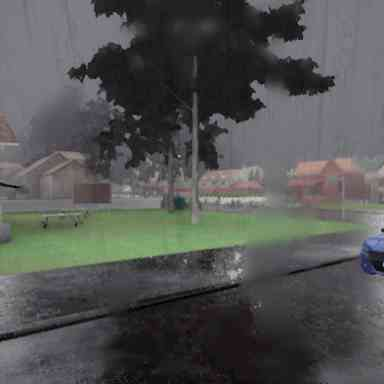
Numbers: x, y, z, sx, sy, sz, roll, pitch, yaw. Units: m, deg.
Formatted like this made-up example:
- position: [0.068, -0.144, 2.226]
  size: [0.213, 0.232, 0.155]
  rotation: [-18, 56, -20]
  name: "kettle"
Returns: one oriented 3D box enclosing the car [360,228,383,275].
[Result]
- position: [6.608, 1.432, 9.181]
  size: [5.008, 1.535, 1.882]
  rotation: [0, 0, -35]
  name: "car"
